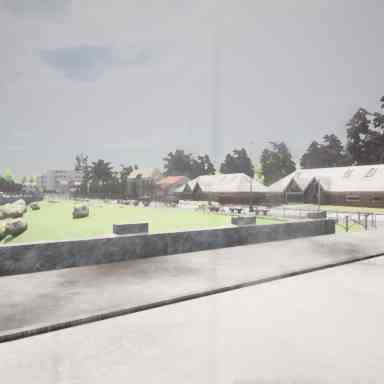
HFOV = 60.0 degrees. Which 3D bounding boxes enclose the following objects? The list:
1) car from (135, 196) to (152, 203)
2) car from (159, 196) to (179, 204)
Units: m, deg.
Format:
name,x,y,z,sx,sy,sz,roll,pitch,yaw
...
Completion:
name,x,y,z,sx,sy,sz,roll,pitch,yaw
car,-10.097,1.502,68.969,1.837,1.490,4.892,0,0,-35
car,-4.211,1.491,60.696,2.128,1.511,4.902,0,0,-35
